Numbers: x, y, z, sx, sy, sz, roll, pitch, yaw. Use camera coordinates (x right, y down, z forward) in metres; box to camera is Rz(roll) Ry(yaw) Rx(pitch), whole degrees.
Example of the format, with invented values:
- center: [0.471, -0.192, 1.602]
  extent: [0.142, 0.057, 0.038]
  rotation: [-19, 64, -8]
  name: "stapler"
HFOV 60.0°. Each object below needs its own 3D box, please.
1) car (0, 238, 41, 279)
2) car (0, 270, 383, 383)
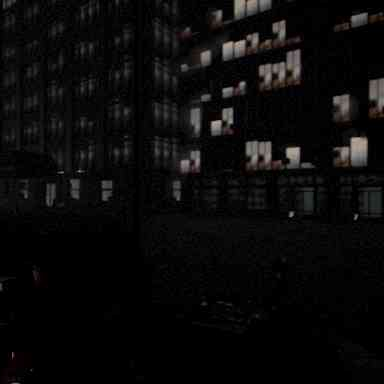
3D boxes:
- center: [-4.541, 1.488, 6.107]
  extent: [4.097, 1.590, 1.967]
  rotation: [0, 0, 36]
  name: "car"
- center: [0.052, 1.592, 2.828]
  extent: [4.206, 1.307, 1.802]
  rotation: [0, 0, 36]
  name: "car"
